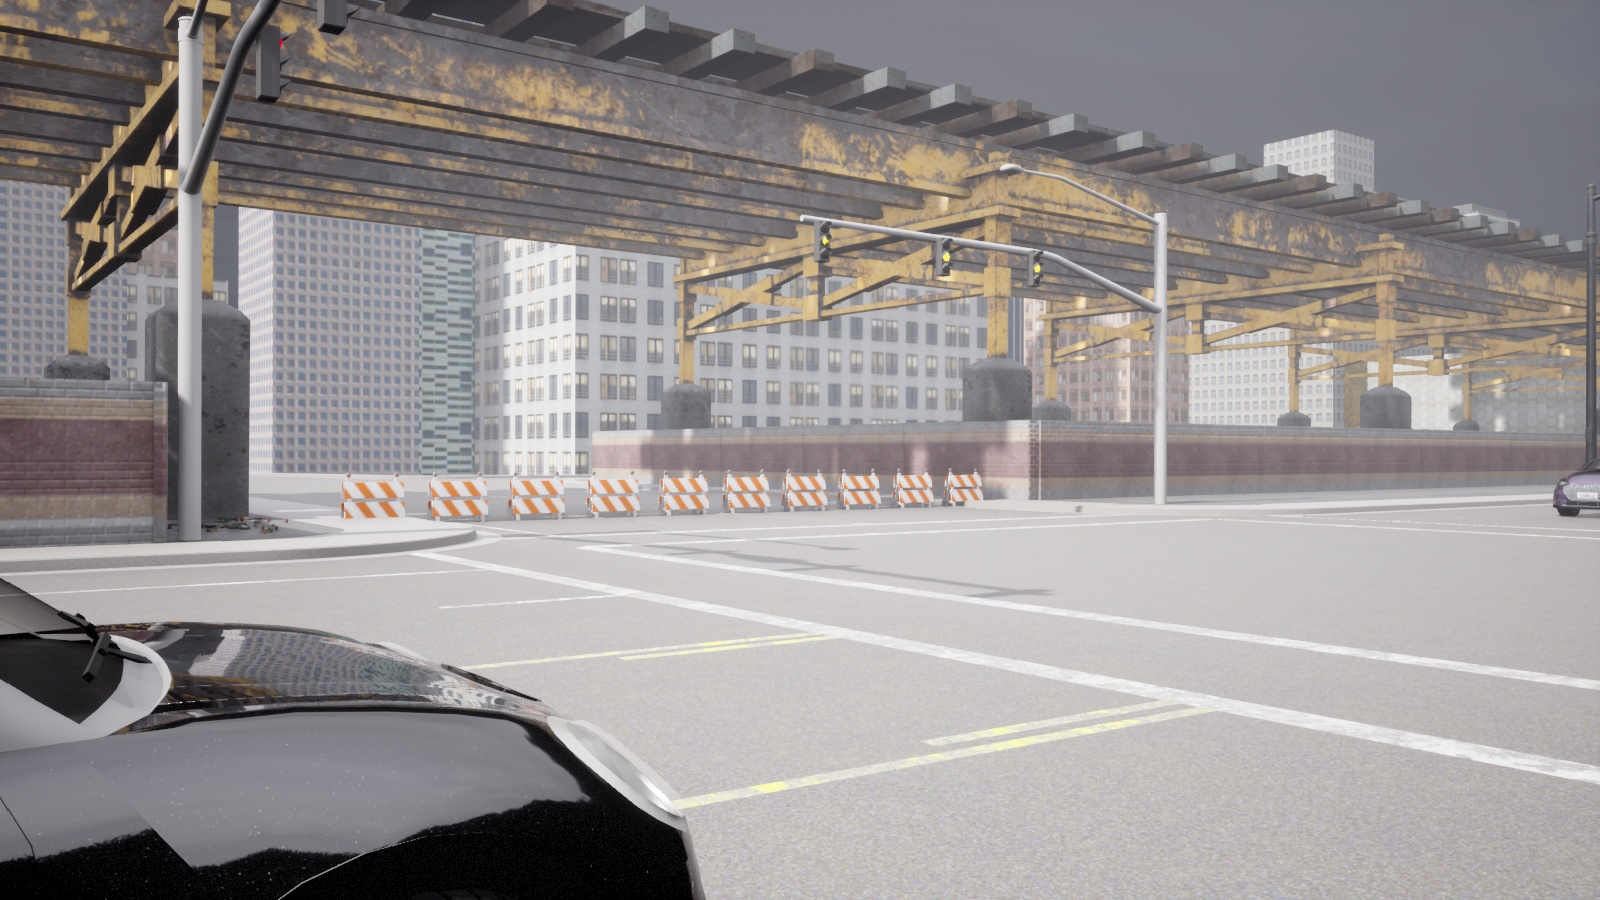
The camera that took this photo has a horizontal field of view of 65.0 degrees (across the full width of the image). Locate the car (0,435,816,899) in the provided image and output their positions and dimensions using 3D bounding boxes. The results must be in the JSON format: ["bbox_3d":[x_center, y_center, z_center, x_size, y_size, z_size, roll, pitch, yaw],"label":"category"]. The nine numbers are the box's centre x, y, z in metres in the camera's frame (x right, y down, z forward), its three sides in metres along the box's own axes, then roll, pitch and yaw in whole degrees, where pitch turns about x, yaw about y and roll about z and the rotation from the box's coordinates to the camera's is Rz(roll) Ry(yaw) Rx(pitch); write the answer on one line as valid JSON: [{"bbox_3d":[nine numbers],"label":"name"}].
[{"bbox_3d":[-2.093,0.720,2.202,3.806,1.475,1.970,0,0,-35],"label":"car"}]

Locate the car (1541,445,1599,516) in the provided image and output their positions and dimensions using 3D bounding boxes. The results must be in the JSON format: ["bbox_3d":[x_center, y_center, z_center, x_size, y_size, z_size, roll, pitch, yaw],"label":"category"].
[{"bbox_3d":[20.333,0.706,30.642,4.856,1.649,2.033,0,0,-35],"label":"car"}]
